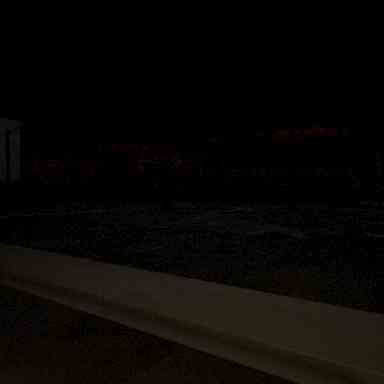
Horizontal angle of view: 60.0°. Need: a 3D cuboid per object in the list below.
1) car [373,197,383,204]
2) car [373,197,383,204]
[{"bbox_3d":[37.527,1.734,65.323,2.038,1.542,4.974,1,1,6],"label":"car"},{"bbox_3d":[37.534,1.576,65.374,1.853,1.218,4.536,1,1,6],"label":"car"}]
